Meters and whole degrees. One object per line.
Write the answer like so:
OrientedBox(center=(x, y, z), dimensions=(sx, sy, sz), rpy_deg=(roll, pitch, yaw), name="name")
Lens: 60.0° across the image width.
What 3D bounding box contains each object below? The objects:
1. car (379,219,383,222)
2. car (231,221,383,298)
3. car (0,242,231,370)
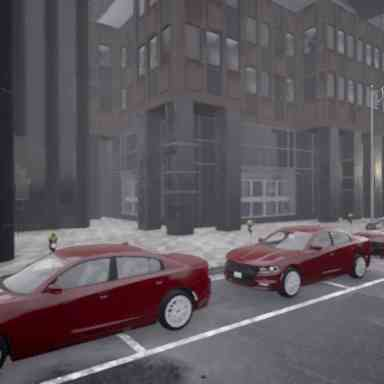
OrientedBox(center=(7.410, 1.579, 11.824), dimensions=(4.507, 1.381, 1.887), rpy_deg=(0, -1, -35), name="car")
OrientedBox(center=(2.831, 1.565, 8.560), dimensions=(4.507, 1.381, 1.887), rpy_deg=(0, -1, -35), name="car")
OrientedBox(center=(-1.750, 1.549, 5.294), dimensions=(4.507, 1.381, 1.887), rpy_deg=(0, -1, -35), name="car")
